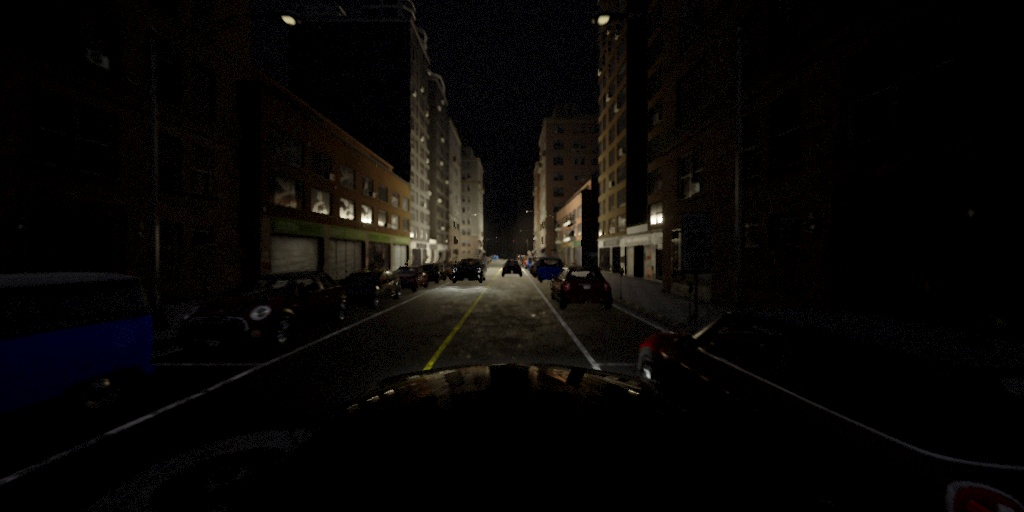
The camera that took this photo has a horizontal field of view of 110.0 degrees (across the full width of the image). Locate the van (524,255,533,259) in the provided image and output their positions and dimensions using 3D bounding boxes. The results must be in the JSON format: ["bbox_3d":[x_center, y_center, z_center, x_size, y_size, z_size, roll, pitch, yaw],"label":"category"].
[{"bbox_3d":[2.668,0.906,43.028,1.690,1.789,3.998,0,0,0],"label":"van"}]

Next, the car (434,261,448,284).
[{"bbox_3d":[-5.857,1.211,26.014,1.948,1.339,4.313,0,0,0],"label":"car"}]

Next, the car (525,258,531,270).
[{"bbox_3d":[2.668,1.143,37.359,2.007,1.370,4.403,0,0,0],"label":"car"}]

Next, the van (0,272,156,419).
[{"bbox_3d":[-5.857,1.085,3.341,1.690,1.789,3.998,0,0,0],"label":"van"}]

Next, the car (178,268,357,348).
[{"bbox_3d":[-5.857,1.159,9.009,1.967,1.591,4.097,0,0,0],"label":"car"}]

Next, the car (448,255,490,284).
[{"bbox_3d":[-3.000,0.920,25.733,2.097,1.767,4.553,0,0,0],"label":"car"}]

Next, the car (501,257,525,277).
[{"bbox_3d":[0.001,1.136,33.406,1.812,1.442,4.674,0,0,0],"label":"car"}]

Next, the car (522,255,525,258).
[{"bbox_3d":[2.668,0.978,48.697,1.967,1.591,4.097,0,0,0],"label":"car"}]

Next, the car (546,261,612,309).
[{"bbox_3d":[2.669,1.134,14.681,1.967,1.591,4.097,0,0,0],"label":"car"}]

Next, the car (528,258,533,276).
[{"bbox_3d":[2.668,1.144,31.859,1.751,1.417,4.829,0,0,0],"label":"car"}]

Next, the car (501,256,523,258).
[{"bbox_3d":[0.017,1.102,45.327,2.033,1.411,5.357,0,0,0],"label":"car"}]

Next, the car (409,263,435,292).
[{"bbox_3d":[-5.857,1.252,20.346,1.802,1.307,4.207,0,0,0],"label":"car"}]

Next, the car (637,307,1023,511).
[{"bbox_3d":[2.669,1.183,3.343,1.967,1.591,4.097,0,0,0],"label":"car"}]

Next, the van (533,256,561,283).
[{"bbox_3d":[2.668,0.985,26.020,1.690,1.789,3.998,0,0,0],"label":"van"}]

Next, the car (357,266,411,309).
[{"bbox_3d":[-5.857,1.261,14.678,1.948,1.339,4.313,0,0,0],"label":"car"}]
